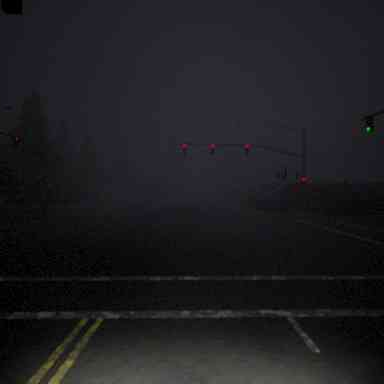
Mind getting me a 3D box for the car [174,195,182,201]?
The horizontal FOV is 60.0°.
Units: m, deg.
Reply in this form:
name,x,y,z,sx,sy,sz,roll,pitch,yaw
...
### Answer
name,x,y,z,sx,sy,sz,roll,pitch,yaw
car,-3.538,1.503,85.745,1.812,1.442,4.674,0,0,0
